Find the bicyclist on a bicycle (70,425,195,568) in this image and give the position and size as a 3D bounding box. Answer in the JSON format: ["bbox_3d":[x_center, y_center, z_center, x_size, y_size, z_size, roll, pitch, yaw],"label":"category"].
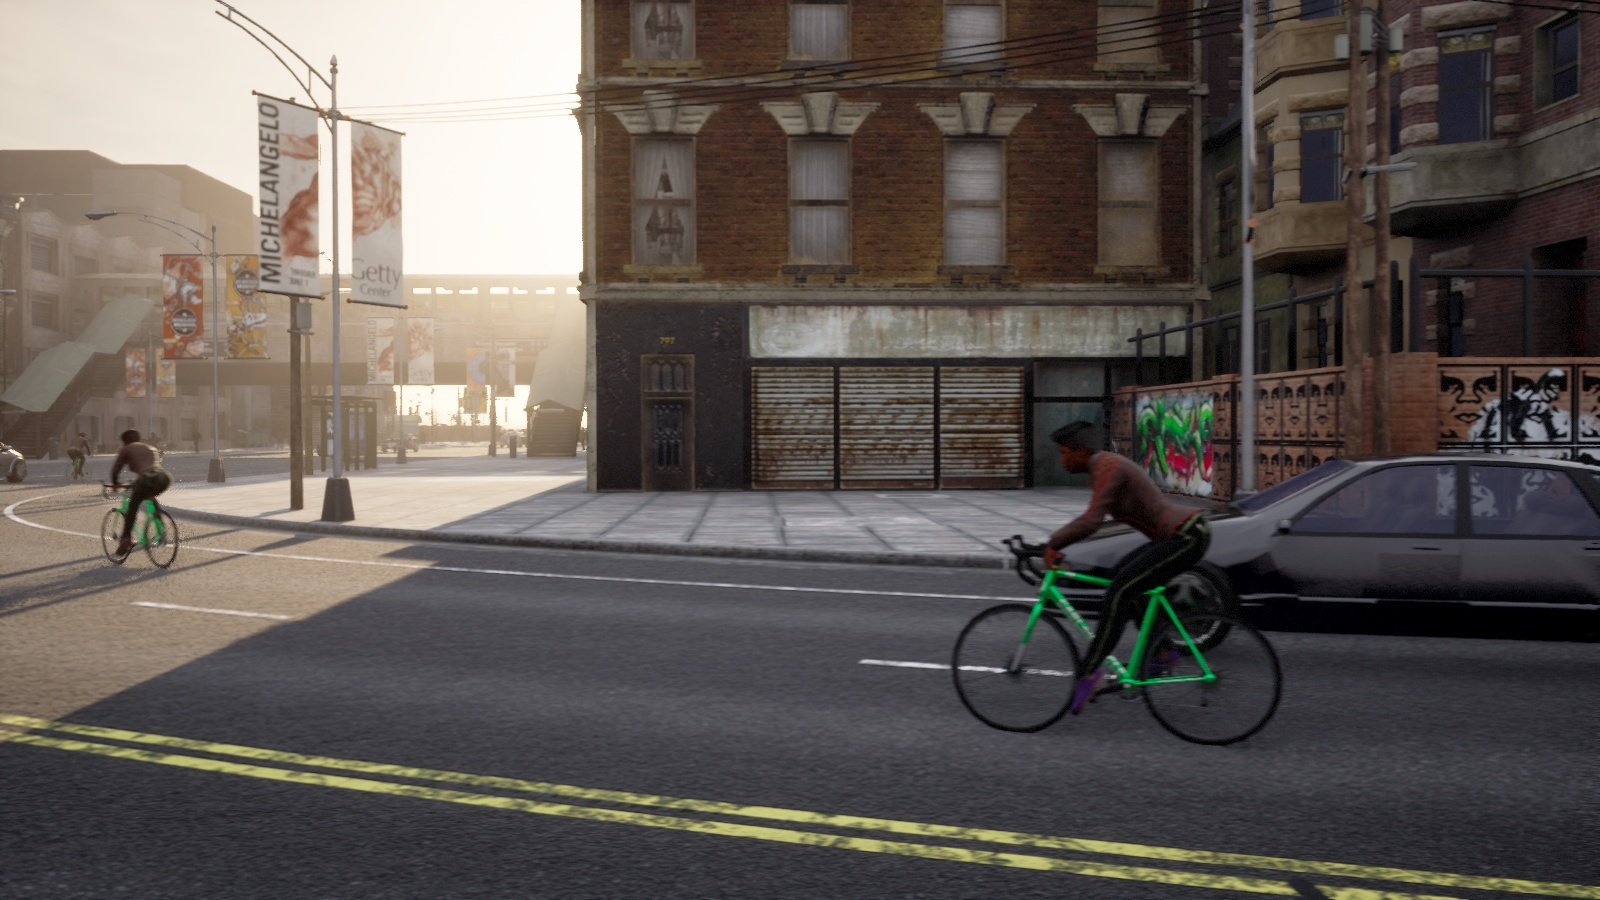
[{"bbox_3d":[-7.934,0.520,14.906,1.656,1.620,0.582,0,1,33],"label":"bicyclist on a bicycle"}]

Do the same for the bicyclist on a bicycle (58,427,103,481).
[{"bbox_3d":[-22.054,0.103,38.509,0.582,1.620,1.656,0,1,-6],"label":"bicyclist on a bicycle"}]

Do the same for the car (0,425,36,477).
[{"bbox_3d":[-25.645,0.028,38.899,1.851,1.617,3.988,0,1,-6],"label":"car"}]

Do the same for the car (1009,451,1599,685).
[{"bbox_3d":[4.326,0.752,9.137,5.357,1.411,2.033,0,1,15],"label":"car"}]

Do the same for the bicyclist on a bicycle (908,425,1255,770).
[{"bbox_3d":[1.432,0.687,6.425,1.656,1.620,0.582,0,1,18],"label":"bicyclist on a bicycle"}]
